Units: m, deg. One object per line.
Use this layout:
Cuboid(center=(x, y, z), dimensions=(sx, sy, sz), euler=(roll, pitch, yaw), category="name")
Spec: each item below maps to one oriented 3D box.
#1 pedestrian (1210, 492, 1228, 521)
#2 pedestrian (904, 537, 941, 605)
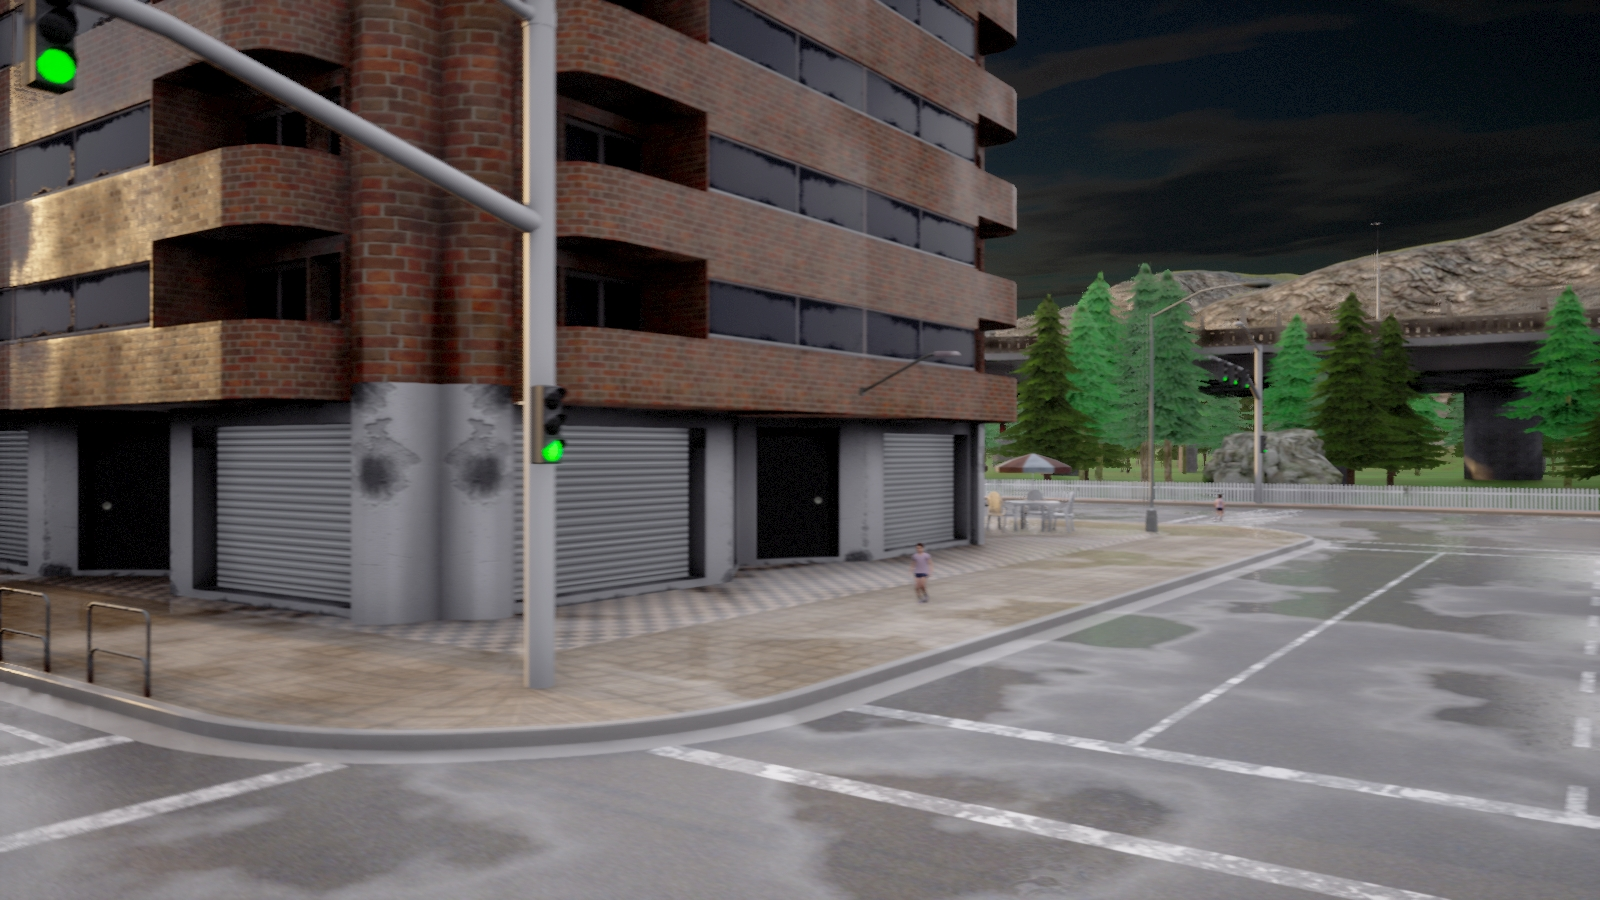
Cuboid(center=(16.192, 2.174, 44.173), dimensions=(0.500, 1.100, 0.500), euler=(0, 0, 43), category="pedestrian")
Cuboid(center=(2.106, 2.078, 19.678), dimensions=(0.500, 1.100, 0.500), euler=(0, 0, 25), category="pedestrian")
